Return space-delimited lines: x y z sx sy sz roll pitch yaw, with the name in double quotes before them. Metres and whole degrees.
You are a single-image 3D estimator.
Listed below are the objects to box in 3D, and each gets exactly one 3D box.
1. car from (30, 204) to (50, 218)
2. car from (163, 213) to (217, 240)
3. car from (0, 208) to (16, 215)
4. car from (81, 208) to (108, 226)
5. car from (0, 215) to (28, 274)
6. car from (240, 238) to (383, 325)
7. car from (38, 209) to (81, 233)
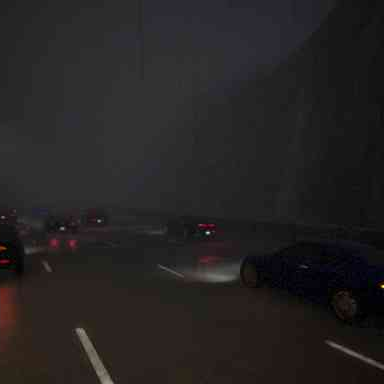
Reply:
"car" -17.251 2.123 37.920 1.882 1.535 5.008 2 -1 -28
"car" -0.248 2.116 21.237 1.837 1.490 4.892 2 -2 -28
"car" -16.472 2.055 29.137 1.994 1.385 4.181 2 -1 -28
"car" -8.844 2.161 29.748 1.837 1.490 4.892 2 -1 -28
"car" -6.616 1.736 10.960 1.837 1.490 4.892 2 -2 -28
"car" 3.053 1.819 7.808 1.812 1.442 4.674 2 -2 -28
"car" -9.424 2.102 23.474 1.895 1.301 4.718 2 -1 -28
